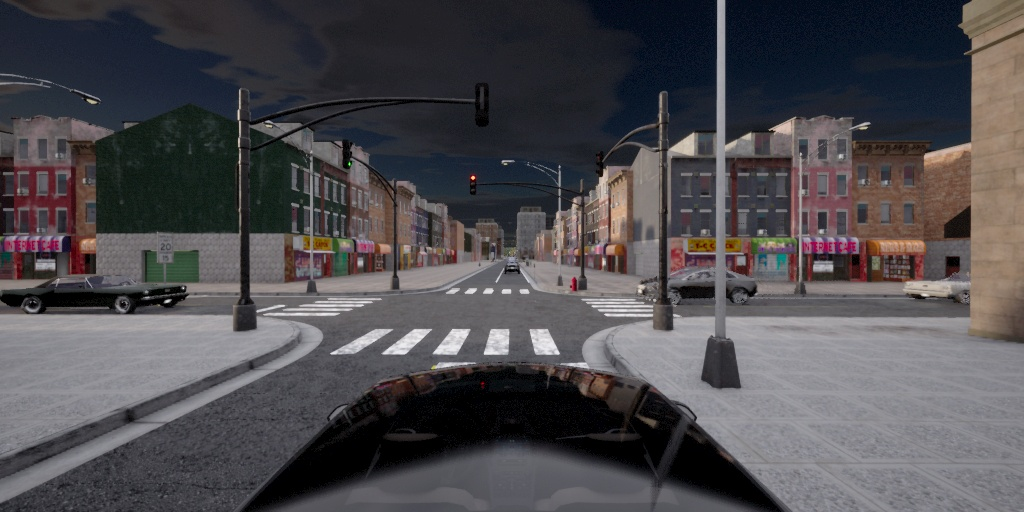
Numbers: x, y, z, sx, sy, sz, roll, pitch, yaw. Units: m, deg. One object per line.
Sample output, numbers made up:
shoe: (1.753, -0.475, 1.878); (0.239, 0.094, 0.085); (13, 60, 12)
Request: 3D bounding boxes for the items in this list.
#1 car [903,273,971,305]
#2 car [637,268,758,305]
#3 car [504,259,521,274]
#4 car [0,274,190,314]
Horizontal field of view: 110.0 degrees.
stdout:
car: (20.433, 1.413, 15.822); (4.718, 1.301, 1.895); (0, 0, 0)
car: (7.973, 1.264, 15.611); (4.902, 1.511, 2.128); (0, 0, -4)
car: (0.022, 1.313, 40.639); (1.948, 1.339, 4.313); (0, 0, 0)
car: (-14.635, 1.312, 12.851); (4.718, 1.301, 1.895); (0, 0, -3)
